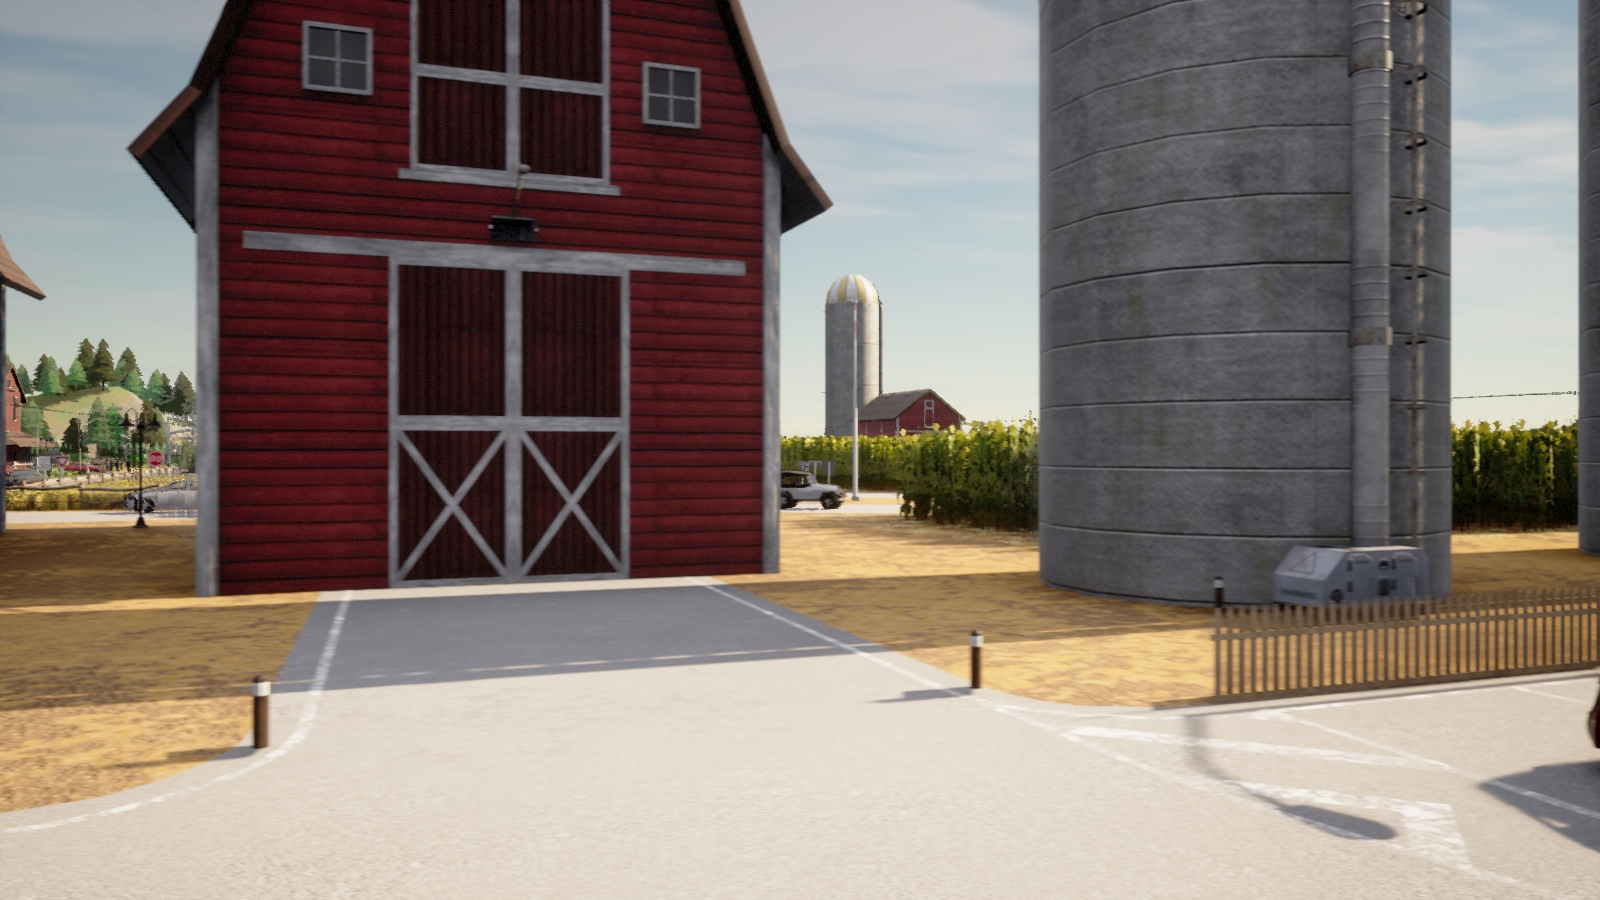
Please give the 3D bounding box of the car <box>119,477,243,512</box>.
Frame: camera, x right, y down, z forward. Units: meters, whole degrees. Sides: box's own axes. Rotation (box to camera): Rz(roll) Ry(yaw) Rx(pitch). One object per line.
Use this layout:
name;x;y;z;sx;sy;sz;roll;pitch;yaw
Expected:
car;-28.987;2.048;53.668;4.902;1.511;2.128;0;0;-22

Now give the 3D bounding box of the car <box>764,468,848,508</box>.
car;0.323;1.857;56.819;3.866;1.878;1.905;0;0;11

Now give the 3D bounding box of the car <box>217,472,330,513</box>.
car;-23.964;1.906;52.201;4.553;1.767;2.097;0;0;-21

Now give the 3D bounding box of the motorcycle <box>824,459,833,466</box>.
motorcycle;4.939;2.154;199.697;0.764;1.307;2.356;0;0;-21
